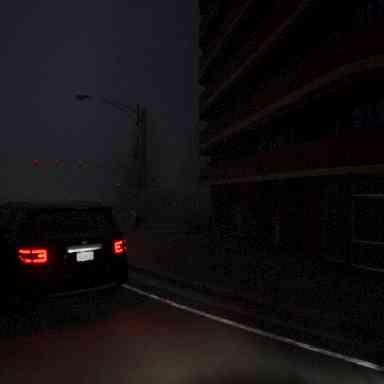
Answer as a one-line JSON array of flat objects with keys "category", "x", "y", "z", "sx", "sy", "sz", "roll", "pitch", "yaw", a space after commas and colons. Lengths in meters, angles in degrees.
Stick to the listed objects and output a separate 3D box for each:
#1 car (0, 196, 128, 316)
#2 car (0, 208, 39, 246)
[{"category": "car", "x": -3.583, "y": 1.221, "z": 7.907, "sx": 2.150, "sy": 2.045, "sz": 5.566, "roll": 0, "pitch": 0, "yaw": -40}, {"category": "car", "x": -8.449, "y": 1.564, "z": 15.879, "sx": 1.994, "sy": 1.385, "sz": 4.181, "roll": 0, "pitch": 0, "yaw": -26}]
